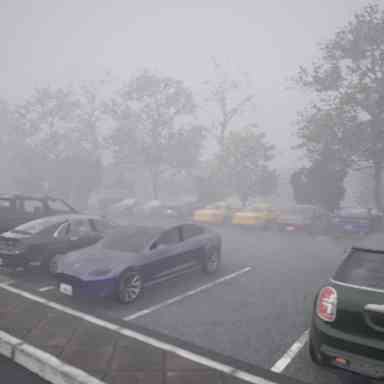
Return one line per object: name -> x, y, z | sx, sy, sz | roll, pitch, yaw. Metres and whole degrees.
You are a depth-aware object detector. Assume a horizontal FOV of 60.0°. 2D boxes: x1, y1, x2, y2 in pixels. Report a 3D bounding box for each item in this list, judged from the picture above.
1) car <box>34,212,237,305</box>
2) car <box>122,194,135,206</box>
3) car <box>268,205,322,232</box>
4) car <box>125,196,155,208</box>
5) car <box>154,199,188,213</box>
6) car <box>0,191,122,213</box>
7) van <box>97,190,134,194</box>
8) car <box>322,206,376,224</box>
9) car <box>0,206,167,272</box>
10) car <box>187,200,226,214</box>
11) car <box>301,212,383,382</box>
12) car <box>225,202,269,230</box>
car -> -1.057, 1.503, 8.465 | 2.163, 1.488, 4.792 | 1, 0, 36
car -> -4.767, 1.184, 27.372 | 2.002, 1.452, 4.674 | 2, 1, 36
car -> 6.488, 1.496, 19.151 | 2.163, 1.488, 4.792 | 1, 1, 36
car -> -2.515, 1.265, 25.735 | 2.002, 1.452, 4.674 | 2, 1, 36
car -> -0.145, 1.333, 24.044 | 2.163, 1.488, 4.792 | 2, 1, 36
car -> -5.522, 1.122, 11.782 | 2.435, 2.045, 5.566 | 2, 1, 36
van -> -6.998, 0.841, 28.834 | 1.878, 1.987, 4.442 | 2, 2, 36
car -> 8.760, 1.499, 17.529 | 2.097, 1.535, 5.008 | 1, 0, 36
car -> -3.291, 1.429, 10.117 | 2.231, 1.521, 4.892 | 1, 1, 36
car -> 2.206, 1.365, 22.529 | 1.946, 1.575, 5.366 | 1, 1, 36
car -> 3.458, 1.403, 5.181 | 2.185, 1.767, 4.553 | 0, 0, 36
car -> 4.466, 1.421, 20.886 | 1.946, 1.575, 5.366 | 2, 1, 36
